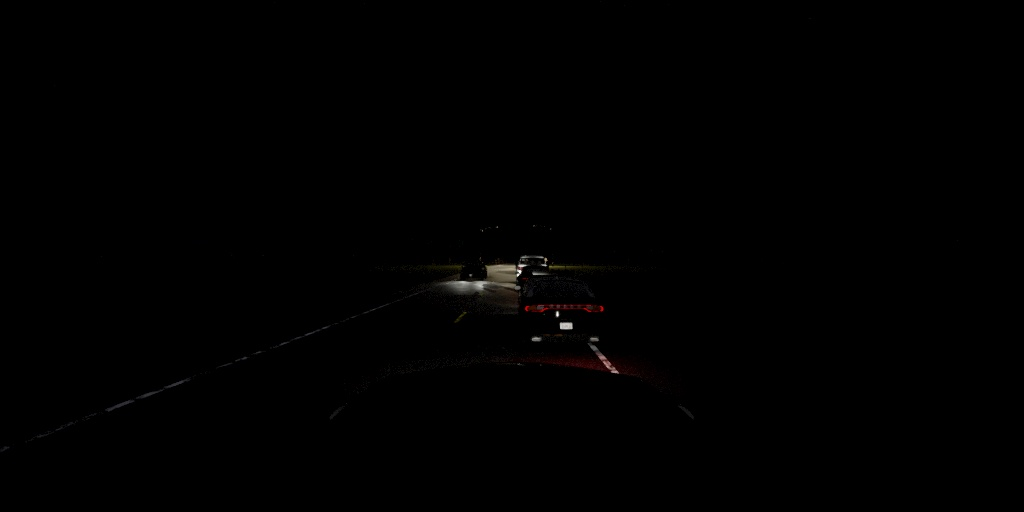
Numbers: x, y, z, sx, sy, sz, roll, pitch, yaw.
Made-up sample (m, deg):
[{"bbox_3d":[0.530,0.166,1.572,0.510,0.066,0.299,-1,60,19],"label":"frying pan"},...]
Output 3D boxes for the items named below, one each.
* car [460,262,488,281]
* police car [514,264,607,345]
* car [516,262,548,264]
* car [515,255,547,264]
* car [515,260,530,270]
[{"bbox_3d":[-3.110,1.246,30.049,1.837,1.490,4.892,0,0,2],"label":"car"},{"bbox_3d":[1.095,1.175,9.651,1.930,1.638,5.238,0,0,1],"label":"police car"},{"bbox_3d":[1.247,1.253,19.511,1.837,1.490,4.892,0,0,1],"label":"car"},{"bbox_3d":[1.391,0.968,25.521,2.150,2.045,5.566,0,0,2],"label":"car"},{"bbox_3d":[1.550,1.281,52.783,1.994,1.385,4.181,0,0,4],"label":"car"}]
